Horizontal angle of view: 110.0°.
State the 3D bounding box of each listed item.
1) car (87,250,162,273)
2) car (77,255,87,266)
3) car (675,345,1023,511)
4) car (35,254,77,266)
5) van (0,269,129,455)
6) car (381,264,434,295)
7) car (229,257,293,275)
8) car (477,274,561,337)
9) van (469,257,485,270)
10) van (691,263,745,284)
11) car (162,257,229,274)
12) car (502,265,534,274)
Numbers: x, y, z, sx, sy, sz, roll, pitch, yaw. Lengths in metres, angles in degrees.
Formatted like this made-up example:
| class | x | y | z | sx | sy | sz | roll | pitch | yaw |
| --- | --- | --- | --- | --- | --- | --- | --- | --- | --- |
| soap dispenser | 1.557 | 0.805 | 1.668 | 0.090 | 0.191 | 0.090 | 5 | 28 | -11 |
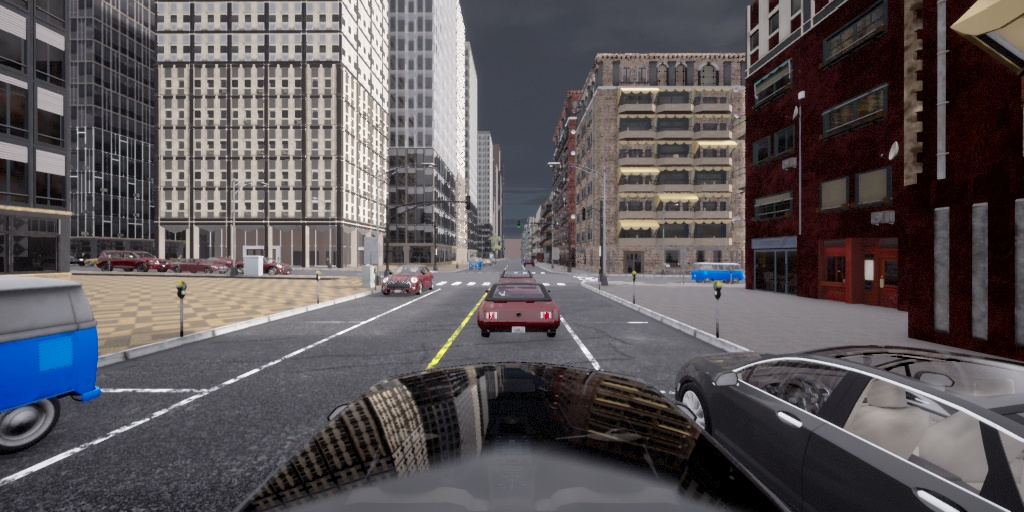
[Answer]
| class | x | y | z | sx | sy | sz | roll | pitch | yaw |
| --- | --- | --- | --- | --- | --- | --- | --- | --- | --- |
| car | -32.057 | 0.481 | 30.403 | 5.009 | 1.841 | 2.192 | 0 | 0 | 0 |
| car | -43.390 | 0.465 | 38.855 | 4.829 | 1.417 | 1.751 | 0 | 0 | 0 |
| car | 2.694 | 1.300 | 2.421 | 2.007 | 1.370 | 4.403 | 0 | 0 | 0 |
| car | -48.796 | 0.398 | 38.888 | 4.313 | 1.339 | 1.948 | 0 | 0 | 0 |
| van | -5.686 | 1.091 | 2.492 | 1.690 | 1.789 | 3.998 | 0 | 0 | 0 |
| car | -5.543 | 1.191 | 19.437 | 1.967 | 1.591 | 4.097 | 0 | 0 | 0 |
| car | -20.909 | 0.821 | 30.335 | 4.097 | 1.591 | 1.967 | 0 | 0 | 0 |
| car | 0.170 | 1.351 | 10.190 | 1.895 | 1.301 | 4.718 | 0 | 0 | 1 |
| van | -5.269 | 1.103 | 51.910 | 1.690 | 1.789 | 3.998 | 0 | 0 | 0 |
| van | 17.149 | 1.456 | 29.963 | 3.998 | 1.789 | 1.690 | 0 | 0 | 0 |
| car | -26.483 | 0.856 | 30.369 | 4.207 | 1.307 | 1.802 | 0 | 0 | 0 |
| car | 0.233 | 1.352 | 19.373 | 1.895 | 1.301 | 4.718 | 0 | 0 | 0 |
